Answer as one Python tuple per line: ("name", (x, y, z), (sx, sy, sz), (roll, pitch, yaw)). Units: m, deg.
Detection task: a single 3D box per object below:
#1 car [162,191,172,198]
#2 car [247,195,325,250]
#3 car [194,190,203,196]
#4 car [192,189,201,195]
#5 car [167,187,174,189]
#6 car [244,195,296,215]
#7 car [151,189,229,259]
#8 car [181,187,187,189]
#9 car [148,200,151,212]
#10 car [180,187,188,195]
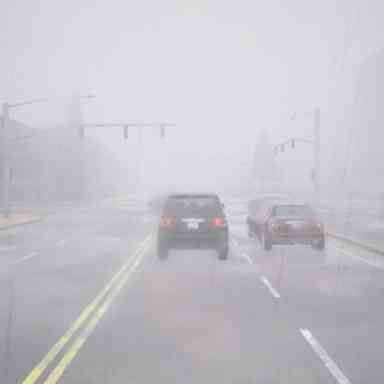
("car", (-5.083, 0.504, 68.153), (1.895, 1.301, 4.718), (0, 1, -1))
("car", (3.527, 1.137, 13.319), (2.097, 1.767, 4.553), (0, 1, 0))
("car", (1.518, 0.210, 83.385), (1.994, 1.385, 4.181), (0, 1, -2))
("car", (1.255, -0.057, 93.357), (2.128, 1.511, 4.902), (0, 1, -2))
("car", (-5.516, -0.177, 84.557), (2.150, 2.045, 5.566), (0, 1, -2))
("car", (6.774, 1.048, 28.527), (4.892, 1.490, 1.837), (-1, -1, -43))
("car", (0.033, 1.023, 11.852), (2.150, 2.045, 5.566), (0, 0, 0))
("car", (-1.975, 0.164, 83.071), (1.837, 1.490, 4.892), (0, 1, -2))
("car", (-2.234, 0.889, 28.744), (2.097, 1.767, 4.553), (-1, 1, -25))
("car", (-2.245, -0.356, 93.292), (2.150, 2.045, 5.566), (0, 1, -2))
